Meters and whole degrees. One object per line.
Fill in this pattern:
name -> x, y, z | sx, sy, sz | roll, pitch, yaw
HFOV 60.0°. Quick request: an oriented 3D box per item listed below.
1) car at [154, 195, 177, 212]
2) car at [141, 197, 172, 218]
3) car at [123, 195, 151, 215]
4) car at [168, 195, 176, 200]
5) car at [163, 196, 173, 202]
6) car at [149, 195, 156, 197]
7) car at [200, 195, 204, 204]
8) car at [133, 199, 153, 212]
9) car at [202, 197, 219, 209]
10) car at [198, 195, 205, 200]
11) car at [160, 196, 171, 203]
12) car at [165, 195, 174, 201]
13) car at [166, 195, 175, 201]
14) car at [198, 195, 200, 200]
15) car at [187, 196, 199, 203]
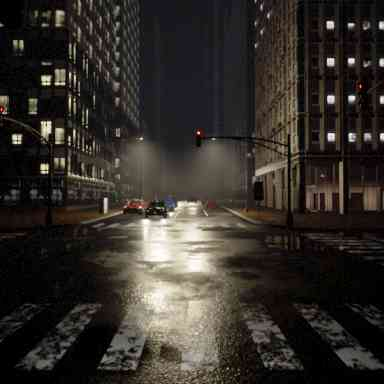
car -> -3.125, 1.492, 39.769 | 1.882, 1.535, 5.008 | 0, 0, 0
car -> -3.120, 1.515, 30.264 | 1.837, 1.490, 4.892 | 0, 0, 0
car -> -5.697, 1.452, 33.680 | 1.967, 1.590, 4.097 | 1, 0, 0
car -> -5.743, 1.603, 95.007 | 1.947, 1.339, 4.313 | 1, 0, 0
car -> -5.731, 1.580, 78.281 | 2.008, 1.369, 4.403 | 1, 0, 0
car -> -5.703, 1.331, 44.831 | 2.192, 1.841, 5.009 | 1, 0, 0
car -> 2.666, 1.546, 56.224 | 1.752, 1.417, 4.829 | 1, 0, 0
car -> -5.704, 1.596, 39.255 | 1.802, 1.307, 4.206 | 1, 0, 0
car -> 2.672, 1.598, 44.898 | 1.802, 1.307, 4.206 | 1, 0, 0
car -> 2.637, 1.582, 95.094 | 1.887, 1.381, 4.507 | 1, 0, 0
car -> -5.727, 1.572, 72.706 | 1.887, 1.381, 4.507 | 1, 0, 0
car -> -5.735, 1.576, 83.857 | 1.887, 1.381, 4.507 | 1, 0, 0
car -> -5.739, 1.585, 89.432 | 2.008, 1.369, 4.403 | 1, 0, 0
car -> 2.661, 1.589, 61.631 | 1.947, 1.339, 4.313 | 1, 0, 0
car -> 0.027, 1.587, 70.956 | 1.994, 1.385, 4.181 | 0, 0, 0
